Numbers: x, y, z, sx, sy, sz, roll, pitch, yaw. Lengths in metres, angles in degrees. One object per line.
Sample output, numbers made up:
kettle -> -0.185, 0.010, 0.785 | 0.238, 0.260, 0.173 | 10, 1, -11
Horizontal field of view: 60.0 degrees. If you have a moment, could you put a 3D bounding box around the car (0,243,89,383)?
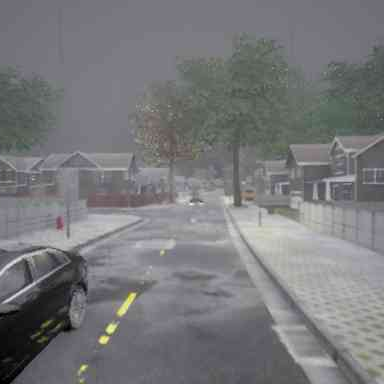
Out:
car -> -2.760, 1.474, 4.000 | 2.128, 1.511, 4.902 | 0, 0, 1

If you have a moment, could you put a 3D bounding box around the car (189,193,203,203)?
car -> 0.747, 0.958, 56.647 | 2.097, 1.767, 4.553 | 0, 0, 4
